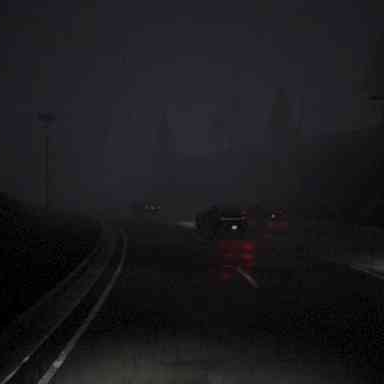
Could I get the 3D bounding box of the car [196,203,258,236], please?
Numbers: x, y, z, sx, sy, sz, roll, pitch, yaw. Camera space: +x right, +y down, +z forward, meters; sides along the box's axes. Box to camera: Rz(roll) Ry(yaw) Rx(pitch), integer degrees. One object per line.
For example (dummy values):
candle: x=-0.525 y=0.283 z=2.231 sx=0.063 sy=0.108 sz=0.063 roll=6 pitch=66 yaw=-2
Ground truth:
car: x=1.523 y=1.511 z=18.512 sx=2.128 sy=1.511 sz=4.902 roll=0 pitch=0 yaw=-13

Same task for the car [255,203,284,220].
car: x=5.702 y=1.623 z=28.563 sx=1.895 sy=1.301 sz=4.718 roll=0 pitch=0 yaw=-20

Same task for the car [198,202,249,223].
car: x=2.447 y=1.576 z=27.418 sx=2.033 sy=1.411 sz=5.357 roll=0 pitch=0 yaw=-21

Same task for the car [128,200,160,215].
car: x=-5.157 y=1.604 z=35.330 sx=2.033 sy=1.411 sz=5.357 roll=0 pitch=0 yaw=-30
